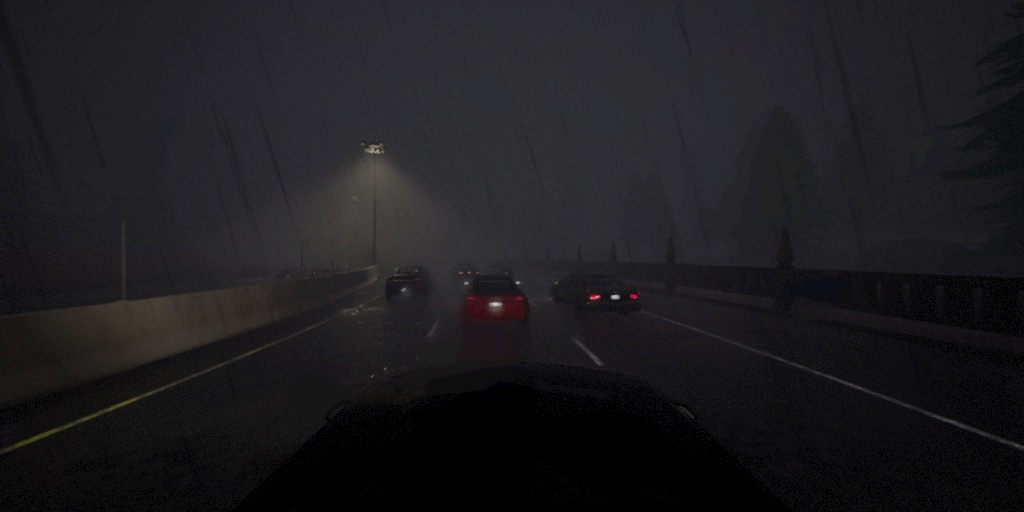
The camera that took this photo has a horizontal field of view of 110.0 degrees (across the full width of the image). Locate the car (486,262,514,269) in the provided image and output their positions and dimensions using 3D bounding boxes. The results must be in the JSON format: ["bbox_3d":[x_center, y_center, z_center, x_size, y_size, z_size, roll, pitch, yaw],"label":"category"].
[{"bbox_3d":[-1.119,1.262,32.186,1.812,1.442,4.674,0,0,-16],"label":"car"}]

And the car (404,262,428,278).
[{"bbox_3d":[-9.415,1.331,35.039,1.994,1.385,4.181,0,0,-19],"label":"car"}]

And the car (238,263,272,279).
[{"bbox_3d":[-24.073,1.391,33.834,1.994,1.385,4.181,0,0,-22],"label":"car"}]

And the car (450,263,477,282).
[{"bbox_3d":[-3.891,1.296,29.372,2.033,1.411,5.357,0,0,-16],"label":"car"}]

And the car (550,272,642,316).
[{"bbox_3d":[2.807,1.279,13.225,2.033,1.411,5.357,0,0,-6],"label":"car"}]

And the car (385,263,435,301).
[{"bbox_3d":[-4.911,1.252,17.555,2.128,1.511,4.902,0,0,-9],"label":"car"}]

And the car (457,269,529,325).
[{"bbox_3d":[-0.613,1.310,11.828,1.994,1.385,4.181,0,0,-5],"label":"car"}]

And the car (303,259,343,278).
[{"bbox_3d":[-15.053,1.285,29.299,2.128,1.511,4.902,0,0,-18],"label":"car"}]

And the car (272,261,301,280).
[{"bbox_3d":[-19.791,1.411,32.520,1.895,1.301,4.718,0,0,-20],"label":"car"}]
